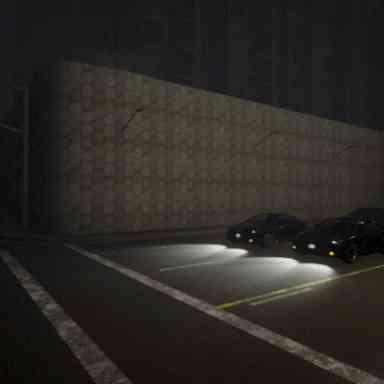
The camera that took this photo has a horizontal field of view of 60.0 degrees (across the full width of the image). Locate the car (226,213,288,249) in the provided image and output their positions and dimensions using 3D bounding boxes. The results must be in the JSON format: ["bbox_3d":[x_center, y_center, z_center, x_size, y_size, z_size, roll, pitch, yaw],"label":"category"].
[{"bbox_3d":[3.560,1.652,15.119,4.181,1.385,1.994,1,0,-35],"label":"car"}]

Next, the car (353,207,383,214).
[{"bbox_3d":[10.693,1.679,20.192,4.674,1.442,1.812,1,0,-35],"label":"car"}]

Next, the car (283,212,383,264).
[{"bbox_3d":[5.638,1.652,12.301,4.181,1.385,1.994,1,0,-35],"label":"car"}]
